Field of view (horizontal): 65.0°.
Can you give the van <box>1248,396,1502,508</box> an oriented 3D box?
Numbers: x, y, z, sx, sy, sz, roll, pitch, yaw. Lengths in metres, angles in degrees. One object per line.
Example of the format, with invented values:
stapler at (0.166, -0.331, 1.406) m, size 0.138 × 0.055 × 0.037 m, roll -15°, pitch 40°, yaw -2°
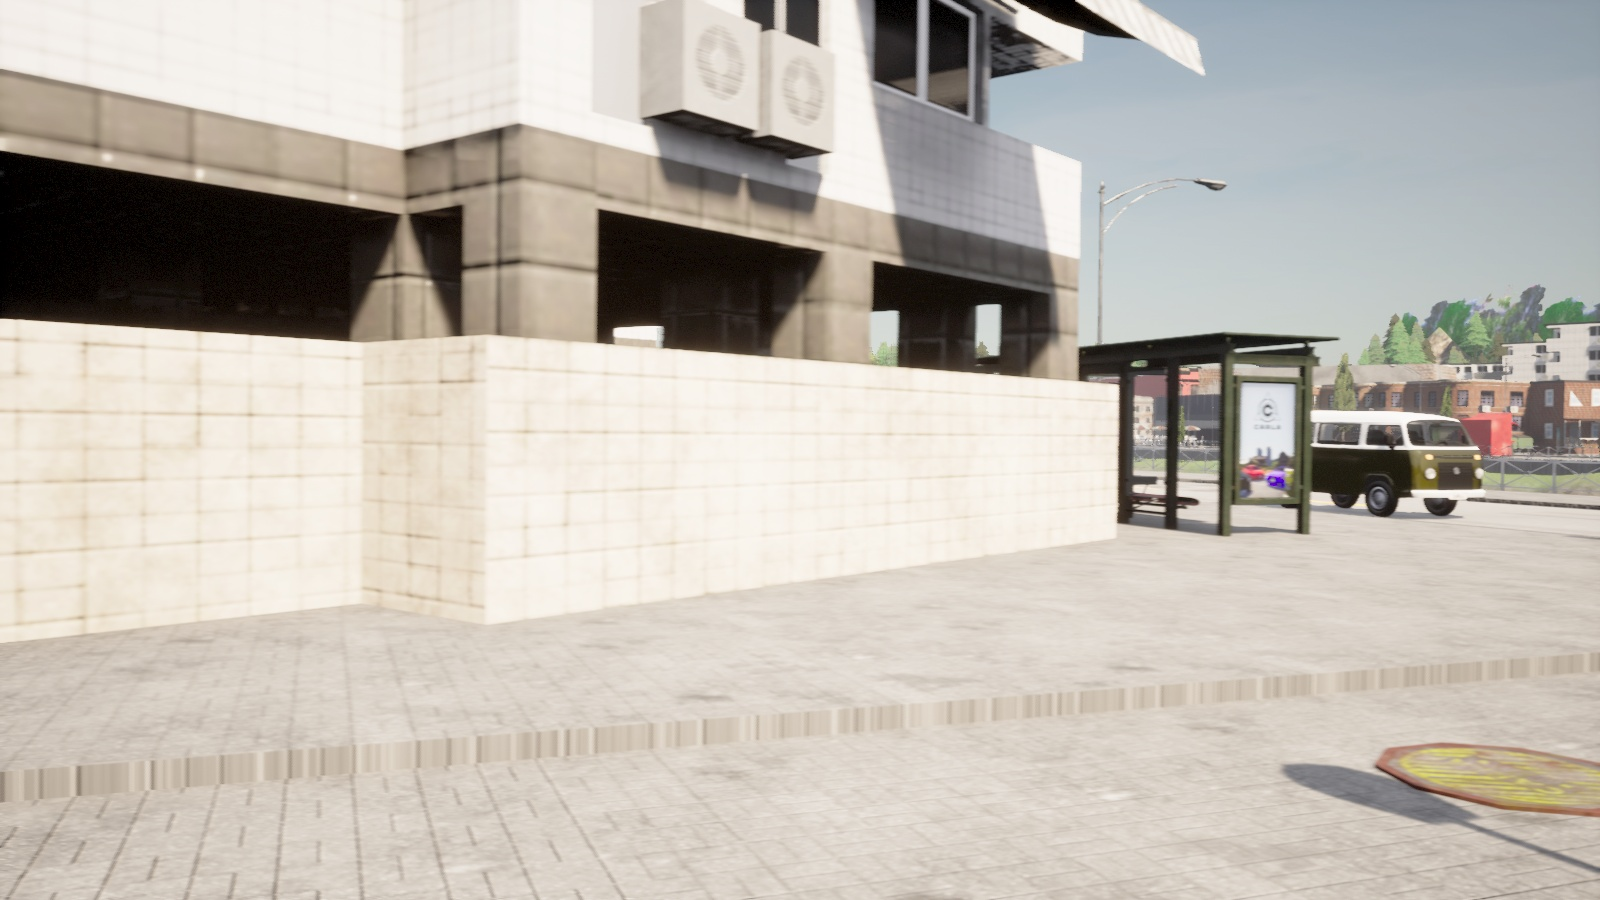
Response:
van at (11.366, -0.014, 25.218) m, size 2.069 × 2.038 × 4.480 m, roll -1°, pitch 1°, yaw -21°
